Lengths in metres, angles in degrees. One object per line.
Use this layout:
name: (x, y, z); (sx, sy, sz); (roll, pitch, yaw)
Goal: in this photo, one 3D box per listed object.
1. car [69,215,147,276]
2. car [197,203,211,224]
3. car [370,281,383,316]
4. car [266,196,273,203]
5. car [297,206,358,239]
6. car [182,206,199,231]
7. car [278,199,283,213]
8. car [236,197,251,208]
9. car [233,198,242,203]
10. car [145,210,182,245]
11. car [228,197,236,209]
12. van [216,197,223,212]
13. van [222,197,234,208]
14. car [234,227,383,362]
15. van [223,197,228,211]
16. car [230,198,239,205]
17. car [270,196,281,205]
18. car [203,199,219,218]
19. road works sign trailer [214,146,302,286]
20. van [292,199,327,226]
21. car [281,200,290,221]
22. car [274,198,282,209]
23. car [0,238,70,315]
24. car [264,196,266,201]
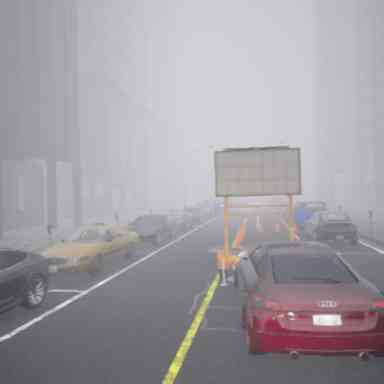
car: (-3.240, 1.738, 11.181); (1.752, 1.417, 4.829); (-2, -1, 11)
car: (0.078, 1.873, 27.936); (1.947, 1.339, 4.313); (-2, -1, 11)
car: (4.062, 1.478, 4.183); (1.887, 1.381, 4.507); (-2, -1, 11)
car: (15.001, 1.580, 59.473); (2.192, 1.841, 5.009); (-2, -1, 11)
car: (6.251, 1.545, 15.240); (2.008, 1.369, 4.403); (-2, -1, 11)
car: (-1.016, 1.857, 22.406); (1.802, 1.307, 4.206); (-2, -1, 11)
car: (9.535, 1.672, 31.827); (1.802, 1.307, 4.206); (-2, -1, 11)
car: (8.481, 1.969, 56.152); (1.994, 1.385, 4.181); (-2, -1, 11)
car: (12.120, 2.272, 88.756); (1.947, 1.339, 4.313); (-2, -1, 11)
car: (-2.111, 1.809, 16.877); (1.947, 1.339, 4.313); (-2, -1, 11)
car: (5.544, 1.794, 55.584); (2.192, 1.841, 5.009); (-2, -1, 11)
van: (2.261, 1.715, 38.997); (1.690, 1.788, 3.998); (-2, -1, 11)
van: (6.639, 1.856, 61.112); (1.690, 1.788, 3.998); (-2, -1, 11)
car: (1.828, 1.580, 6.045); (1.994, 1.385, 4.181); (-2, -2, 5)
van: (3.355, 1.750, 44.526); (1.690, 1.788, 3.998); (-2, -1, 11)
car: (9.930, 2.172, 77.698); (1.887, 1.381, 4.507); (-2, -1, 11)
car: (12.818, 1.738, 48.413); (1.887, 1.381, 4.507); (-2, -1, 11)
car: (1.169, 1.780, 33.467); (1.967, 1.590, 4.097); (-2, -1, 11)
road works sign trailer: (1.882, 0.516, 9.555); (2.380, 3.560, 2.880); (-2, -1, 6)
van: (7.339, 1.366, 20.772); (1.690, 1.788, 3.998); (-2, -1, 11)
car: (8.440, 1.608, 26.298); (2.008, 1.369, 4.403); (-2, -1, 11)
car: (10.629, 1.675, 37.356); (2.008, 1.369, 4.403); (-2, -1, 11)
car: (-4.300, 1.749, 5.819); (1.947, 1.339, 4.313); (-2, -1, 11)
car: (19.419, 1.943, 81.753); (1.752, 1.417, 4.829); (-2, -1, 11)
